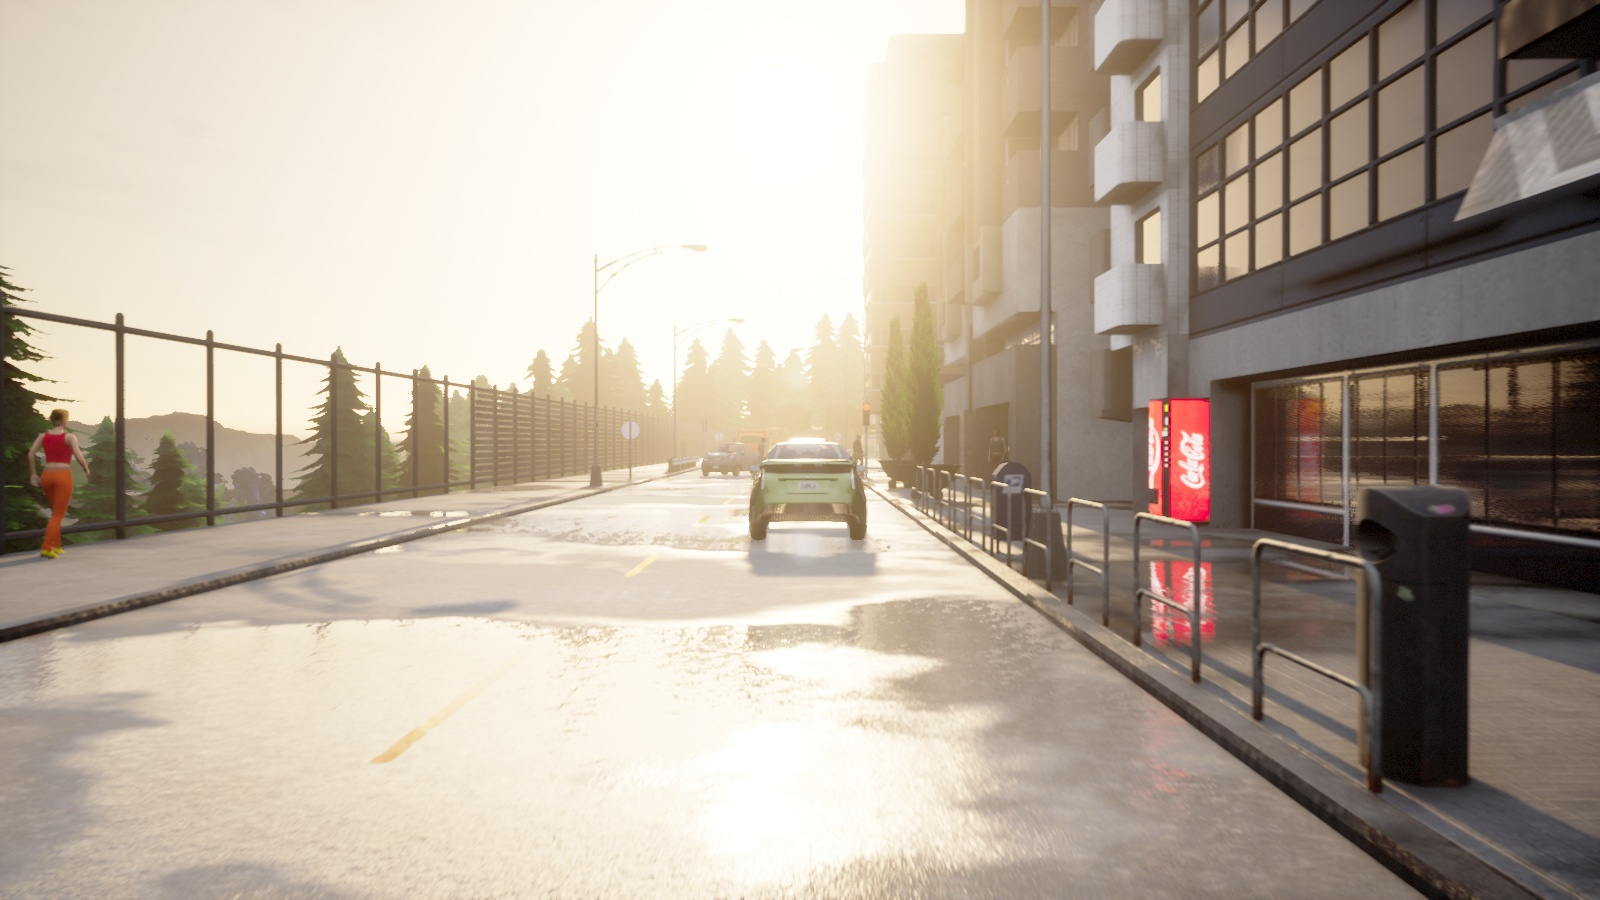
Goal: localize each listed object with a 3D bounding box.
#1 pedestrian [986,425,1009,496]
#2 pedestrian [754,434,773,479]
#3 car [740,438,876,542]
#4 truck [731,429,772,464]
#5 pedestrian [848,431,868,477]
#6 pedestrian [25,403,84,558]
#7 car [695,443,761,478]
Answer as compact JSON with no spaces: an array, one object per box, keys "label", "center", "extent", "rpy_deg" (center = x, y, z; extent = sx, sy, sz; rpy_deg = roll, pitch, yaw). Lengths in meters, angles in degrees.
[{"label":"pedestrian","center":[5.138,0.276,32.653],"extent":[0.345,1.836,0.594],"rpy_deg":[0,0,35]},{"label":"pedestrian","center":[-1.506,0.259,51.396],"extent":[0.706,1.836,0.354],"rpy_deg":[0,0,10]},{"label":"car","center":[0.131,0.576,20.705],"extent":[2.007,1.525,4.514],"rpy_deg":[0,0,0]},{"label":"truck","center":[-3.437,-0.253,90.521],"extent":[2.627,2.467,5.204],"rpy_deg":[0,0,1]},{"label":"pedestrian","center":[2.373,0.167,51.197],"extent":[0.720,1.854,0.376],"rpy_deg":[0,0,-39]},{"label":"pedestrian","center":[-9.020,0.363,15.207],"extent":[0.345,1.836,0.594],"rpy_deg":[0,0,3]},{"label":"car","center":[-3.184,0.441,56.294],"extent":[1.845,1.501,3.633],"rpy_deg":[0,0,16]}]
